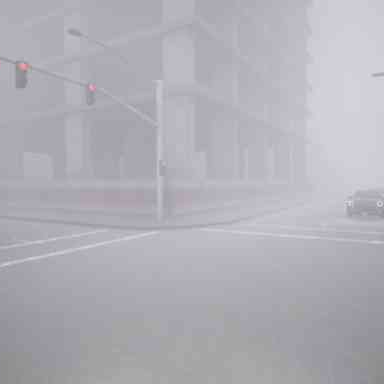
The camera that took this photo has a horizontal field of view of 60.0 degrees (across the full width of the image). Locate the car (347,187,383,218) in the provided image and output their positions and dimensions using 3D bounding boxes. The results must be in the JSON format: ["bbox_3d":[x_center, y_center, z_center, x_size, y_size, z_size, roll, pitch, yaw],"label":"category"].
[{"bbox_3d":[11.565,0.653,21.980,2.097,1.767,4.553,1,2,31],"label":"car"}]

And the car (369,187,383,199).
[{"bbox_3d":[25.328,0.082,45.012,2.128,1.511,4.902,1,2,31],"label":"car"}]
